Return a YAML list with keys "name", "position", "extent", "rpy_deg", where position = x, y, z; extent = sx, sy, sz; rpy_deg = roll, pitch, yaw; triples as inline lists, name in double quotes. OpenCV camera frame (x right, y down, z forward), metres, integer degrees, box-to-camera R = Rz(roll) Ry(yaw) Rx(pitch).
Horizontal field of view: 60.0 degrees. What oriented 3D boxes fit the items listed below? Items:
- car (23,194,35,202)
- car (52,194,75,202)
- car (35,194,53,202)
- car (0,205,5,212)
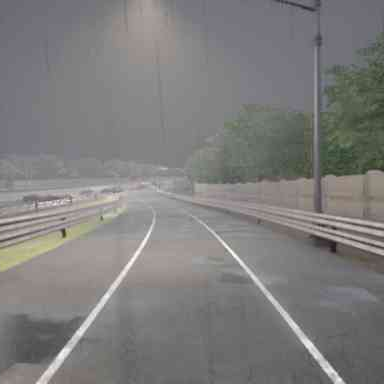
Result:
- name: "car"
  position: [-31.962, 1.137, 66.933]
  extent: [1.837, 1.490, 4.892]
  rpy_deg: [0, 3, 7]
- name: "car"
  position: [-25.021, 1.141, 66.025]
  extent: [1.882, 1.535, 5.008]
  rpy_deg: [0, 3, 7]
- name: "car"
  position: [-28.491, 1.175, 66.485]
  extent: [2.128, 1.511, 4.902]
  rpy_deg: [0, 3, 7]
- name: "car"
  position: [-27.645, 2.250, 45.844]
  extent: [1.994, 1.385, 4.181]
  rpy_deg: [0, 3, 7]
